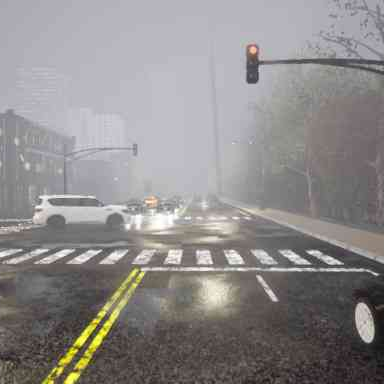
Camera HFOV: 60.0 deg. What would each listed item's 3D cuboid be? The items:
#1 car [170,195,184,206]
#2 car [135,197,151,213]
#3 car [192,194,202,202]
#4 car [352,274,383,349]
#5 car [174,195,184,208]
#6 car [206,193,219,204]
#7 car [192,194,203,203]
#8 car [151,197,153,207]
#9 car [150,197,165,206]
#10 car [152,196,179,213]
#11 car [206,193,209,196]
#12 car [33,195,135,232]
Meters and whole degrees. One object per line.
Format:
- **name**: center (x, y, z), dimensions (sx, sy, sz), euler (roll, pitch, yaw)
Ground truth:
- **car**: center (-2.473, 1.328, 56.490), dimensions (2.097, 1.767, 4.553), euler (0, 0, 1)
- **car**: center (-6.048, 1.478, 36.364), dimensions (2.128, 1.511, 4.902), euler (0, 0, -1)
- **car**: center (1.176, 1.319, 77.107), dimensions (2.097, 1.767, 4.553), euler (0, 0, 1)
- **car**: center (3.396, 1.477, 3.207), dimensions (1.882, 1.535, 5.008), euler (0, 0, 1)
- **car**: center (-2.631, 1.473, 46.199), dimensions (2.128, 1.511, 4.902), euler (0, 0, 1)
- **car**: center (4.348, 1.477, 65.297), dimensions (1.837, 1.490, 4.892), euler (0, 0, 1)
- **car**: center (1.116, 1.518, 66.552), dimensions (2.033, 1.411, 5.357), euler (0, 0, 1)
- **car**: center (-5.886, 1.459, 45.876), dimensions (1.882, 1.535, 5.008), euler (0, 0, 1)
- **car**: center (-5.716, 1.540, 55.927), dimensions (1.994, 1.385, 4.181), euler (0, 0, 2)
- **car**: center (-2.831, 1.478, 36.692), dimensions (2.128, 1.511, 4.902), euler (0, 0, -2)
- **car**: center (4.419, 1.189, 76.625), dimensions (2.150, 2.045, 5.566), euler (0, 0, 1)
- **car**: center (-6.595, 1.213, 20.269), dimensions (5.566, 2.045, 2.150), euler (0, 0, -21)
